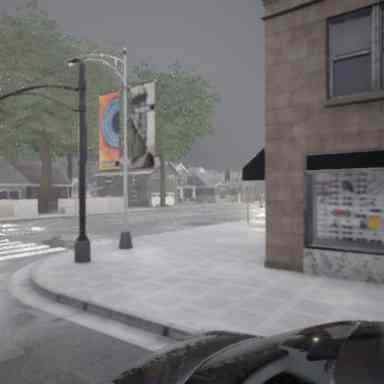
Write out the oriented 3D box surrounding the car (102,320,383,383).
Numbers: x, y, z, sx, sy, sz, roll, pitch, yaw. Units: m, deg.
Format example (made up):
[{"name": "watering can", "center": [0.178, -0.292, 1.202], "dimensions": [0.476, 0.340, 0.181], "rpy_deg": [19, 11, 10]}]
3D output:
[{"name": "car", "center": [1.151, 1.566, 1.988], "dimensions": [4.313, 1.339, 1.947], "rpy_deg": [0, 0, 35]}]
